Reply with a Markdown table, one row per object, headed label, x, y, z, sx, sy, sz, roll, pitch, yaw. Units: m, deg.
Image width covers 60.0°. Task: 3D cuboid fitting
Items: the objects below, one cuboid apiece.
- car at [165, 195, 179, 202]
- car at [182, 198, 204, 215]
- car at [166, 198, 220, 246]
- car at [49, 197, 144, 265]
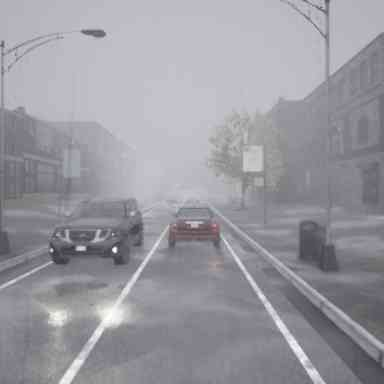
| label | x | y | z | sx | sy | sz | roll | pitch | yaw |
| --- | --- | --- | --- | --- | --- | --- | --- | --- | --- |
| car | -3.064 | 1.190 | 52.420 | 1.837 | 1.490 | 4.892 | 0 | 1 | 0 |
| car | 0.104 | 1.430 | 33.949 | 2.033 | 1.411 | 5.357 | 0 | 0 | 0 |
| car | 0.102 | 1.340 | 15.235 | 2.097 | 1.767 | 4.553 | 0 | 0 | 0 |
| car | -3.099 | 1.215 | 12.038 | 2.150 | 2.045 | 5.566 | 0 | 0 | 0 |
